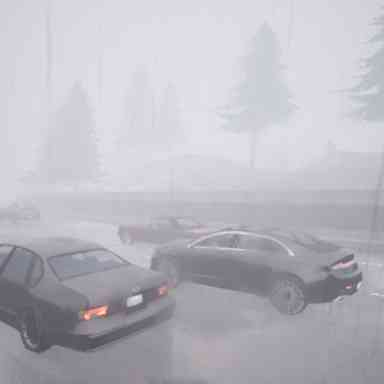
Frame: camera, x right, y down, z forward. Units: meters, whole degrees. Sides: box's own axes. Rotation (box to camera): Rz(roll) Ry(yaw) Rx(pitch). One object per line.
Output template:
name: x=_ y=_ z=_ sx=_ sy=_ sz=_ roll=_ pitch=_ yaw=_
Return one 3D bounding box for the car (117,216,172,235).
car: x=-1.009 y=1.649 z=13.790 sx=4.718 sy=1.301 sz=1.895 roll=0 pitch=0 yaw=40

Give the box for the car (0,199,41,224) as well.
car: x=-13.094 y=1.569 z=25.205 sx=2.128 sy=1.511 sz=4.902 roll=0 pitch=0 yaw=-43

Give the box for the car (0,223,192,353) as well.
car: x=-2.775 y=1.568 z=6.209 sx=5.357 sy=1.411 sz=2.033 roll=0 pitch=0 yaw=38

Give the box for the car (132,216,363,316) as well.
car: x=1.163 y=1.520 z=7.635 sx=4.902 sy=1.511 sz=2.128 roll=0 pitch=0 yaw=37
